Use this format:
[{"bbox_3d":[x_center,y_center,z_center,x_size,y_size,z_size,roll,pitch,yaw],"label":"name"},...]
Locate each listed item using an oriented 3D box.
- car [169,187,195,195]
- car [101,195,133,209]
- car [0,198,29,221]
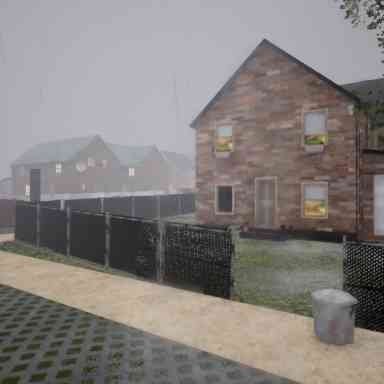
[{"bbox_3d":[-0.588,0.428,38.704,2.150,2.045,5.566,0,1,34],"label":"car"},{"bbox_3d":[-6.529,0.985,29.784,1.812,1.442,4.674,0,1,34],"label":"car"},{"bbox_3d":[-12.143,1.181,21.271,1.882,1.535,5.008,0,1,32],"label":"car"}]
